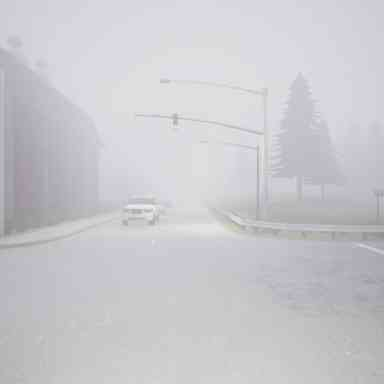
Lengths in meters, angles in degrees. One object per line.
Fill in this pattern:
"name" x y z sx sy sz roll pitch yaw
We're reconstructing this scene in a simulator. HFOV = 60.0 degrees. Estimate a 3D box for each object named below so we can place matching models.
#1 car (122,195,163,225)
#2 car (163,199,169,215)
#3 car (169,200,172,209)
"car" -3.680 1.272 24.721 2.150 2.045 5.566 0 0 0
"car" -3.724 1.594 34.736 1.812 1.442 4.674 0 0 0
"car" -3.768 1.691 46.252 1.895 1.301 4.718 0 0 0
